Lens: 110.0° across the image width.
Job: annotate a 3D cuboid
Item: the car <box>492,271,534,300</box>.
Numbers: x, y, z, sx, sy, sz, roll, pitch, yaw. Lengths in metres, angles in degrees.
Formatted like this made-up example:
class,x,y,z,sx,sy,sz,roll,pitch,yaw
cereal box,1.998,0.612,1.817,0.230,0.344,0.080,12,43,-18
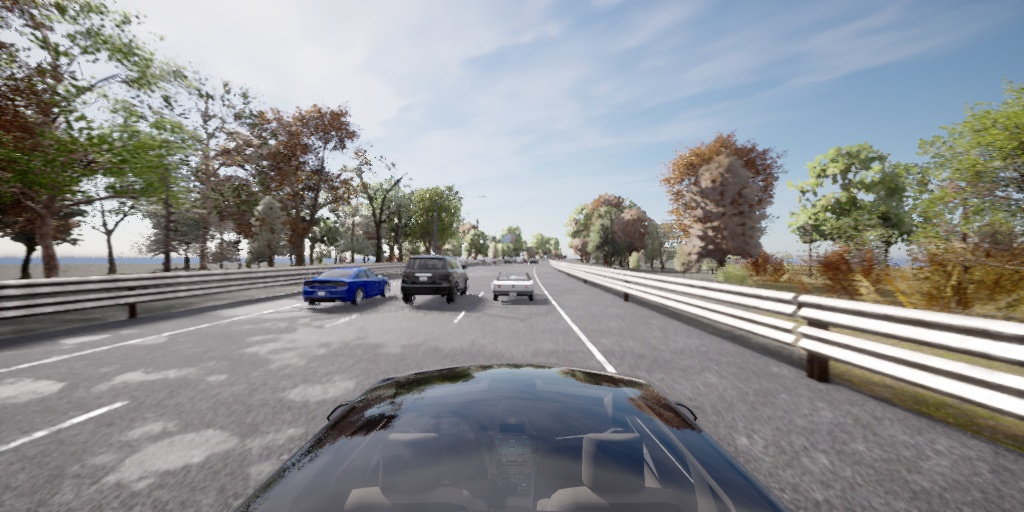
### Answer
class,x,y,z,sx,sy,sz,roll,pitch,yaw
car,0.086,1.381,17.801,1.895,1.301,4.718,0,0,1

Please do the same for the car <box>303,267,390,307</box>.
class,x,y,z,sx,sy,sz,roll,pitch,yaw
car,-6.930,1.228,15.584,1.882,1.535,5.008,0,0,1

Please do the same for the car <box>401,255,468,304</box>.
class,x,y,z,sx,sy,sz,roll,pitch,yaw
car,-3.425,0.987,16.733,2.150,2.045,5.566,0,0,1
